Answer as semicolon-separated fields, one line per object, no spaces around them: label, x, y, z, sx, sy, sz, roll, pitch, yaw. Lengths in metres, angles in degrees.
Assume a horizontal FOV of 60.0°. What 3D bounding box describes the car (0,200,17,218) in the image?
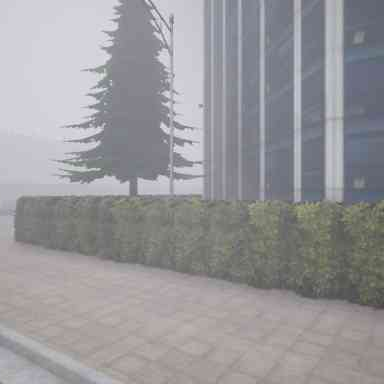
car;-15.562;1.436;26.763;2.128;1.511;4.902;0;0;35
